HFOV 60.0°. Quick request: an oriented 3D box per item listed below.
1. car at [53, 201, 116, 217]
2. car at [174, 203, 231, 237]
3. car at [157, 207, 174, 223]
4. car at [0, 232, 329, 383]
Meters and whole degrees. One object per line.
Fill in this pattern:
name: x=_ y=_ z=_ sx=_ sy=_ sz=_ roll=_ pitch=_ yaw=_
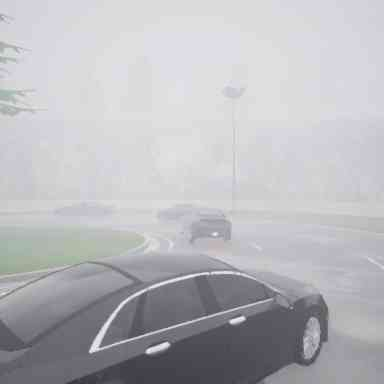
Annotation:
car: x=-9.692 y=1.543 z=30.241 sx=5.357 sy=1.411 sz=2.033 roll=0 pitch=0 yaw=-1
car: x=0.505 y=1.501 z=16.336 sx=1.837 sy=1.490 sz=4.892 roll=2 pitch=0 yaw=-11
car: x=-0.487 y=1.520 z=23.818 sx=4.674 sy=1.442 sz=1.812 roll=0 pitch=-1 yaw=41
car: x=-0.159 y=1.503 z=3.978 sx=4.892 sy=1.490 sz=1.837 roll=0 pitch=0 yaw=-42
